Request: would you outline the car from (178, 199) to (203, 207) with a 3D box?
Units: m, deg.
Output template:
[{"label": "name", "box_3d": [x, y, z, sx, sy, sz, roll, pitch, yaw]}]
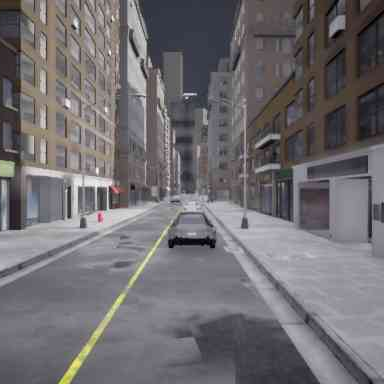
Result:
[{"label": "car", "box_3d": [0.000, 1.529, 29.650, 1.812, 1.442, 4.674, 0, 0, 0]}]

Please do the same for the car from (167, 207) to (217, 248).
[{"label": "car", "box_3d": [0.000, 1.570, 14.650, 1.994, 1.385, 4.181, 0, 0, 0]}]

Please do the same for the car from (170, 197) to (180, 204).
[{"label": "car", "box_3d": [-3.000, 1.623, 62.257, 1.895, 1.301, 4.718, 0, 0, 0]}]
